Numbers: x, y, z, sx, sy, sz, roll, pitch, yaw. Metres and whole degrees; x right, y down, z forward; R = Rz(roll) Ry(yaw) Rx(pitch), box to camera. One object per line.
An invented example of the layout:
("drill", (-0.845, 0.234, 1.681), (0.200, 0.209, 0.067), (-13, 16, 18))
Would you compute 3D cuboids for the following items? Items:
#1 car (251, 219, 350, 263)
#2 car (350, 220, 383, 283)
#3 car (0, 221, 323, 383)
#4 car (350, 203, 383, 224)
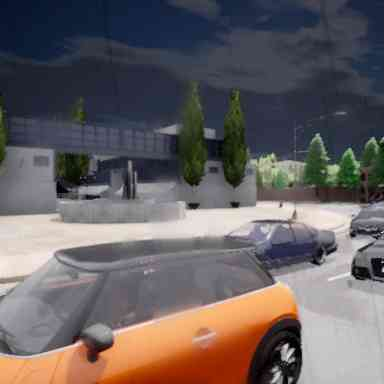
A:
("car", (2.402, 1.572, 10.179), (5.357, 1.411, 2.033), (0, 0, -38))
("car", (5.917, 1.587, 8.752), (4.181, 1.385, 1.994), (0, 0, -41))
("car", (-0.913, 1.359, 3.434), (4.553, 1.767, 2.097), (0, 0, -37))
("car", (9.701, 1.550, 17.503), (1.837, 1.490, 4.892), (0, 0, 37))
